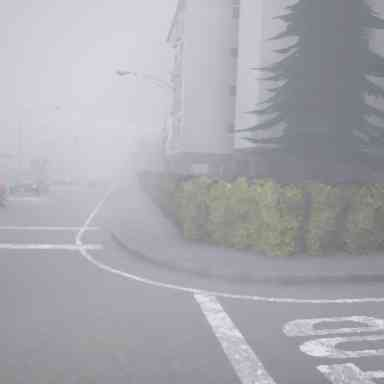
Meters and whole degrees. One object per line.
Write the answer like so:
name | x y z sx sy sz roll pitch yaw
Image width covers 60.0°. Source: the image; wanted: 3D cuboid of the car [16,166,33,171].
car | -37.600 -4.690 75.291 2.007 1.523 4.514 1 4 -12

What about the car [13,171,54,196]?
car | -11.709 -0.587 24.310 1.812 1.442 4.674 1 4 -12

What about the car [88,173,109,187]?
car | -10.731 -1.413 38.185 1.812 1.442 4.674 1 4 -11

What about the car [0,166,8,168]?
car | -39.778 -4.360 67.658 1.970 1.475 3.806 1 4 -12

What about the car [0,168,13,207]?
car | -9.646 -0.065 14.244 2.097 1.767 4.553 1 4 -12

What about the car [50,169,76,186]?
car | -14.298 -1.485 37.331 1.812 1.442 4.674 1 4 -11
